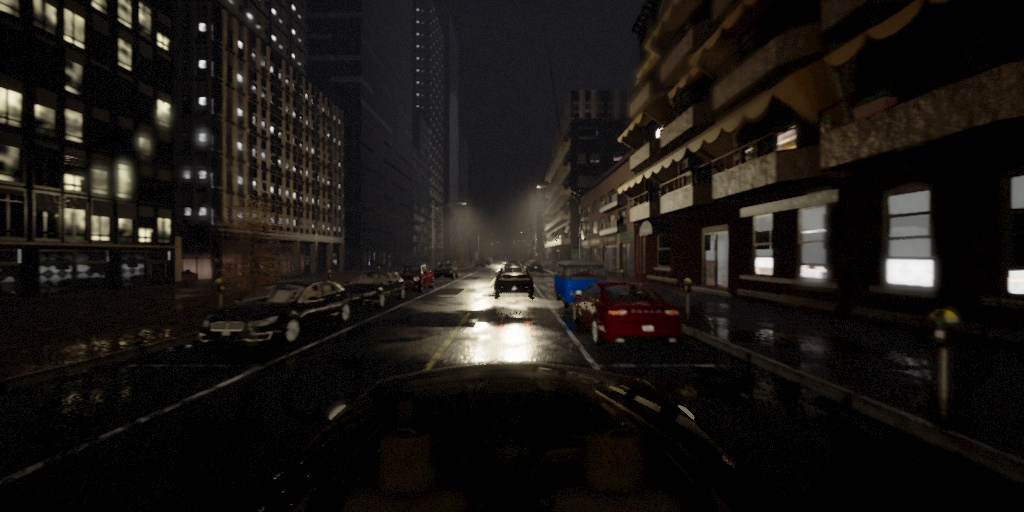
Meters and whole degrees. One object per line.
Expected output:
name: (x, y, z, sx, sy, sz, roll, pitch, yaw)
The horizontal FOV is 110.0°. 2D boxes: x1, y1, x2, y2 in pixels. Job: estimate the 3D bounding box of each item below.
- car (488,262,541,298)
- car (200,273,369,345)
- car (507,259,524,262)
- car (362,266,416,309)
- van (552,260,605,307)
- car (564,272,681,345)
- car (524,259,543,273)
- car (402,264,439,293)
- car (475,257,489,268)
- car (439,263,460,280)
car: (0.103, 1.243, 18.340, 2.128, 1.511, 4.902, 0, 0, 0)
car: (-5.689, 1.301, 9.316, 2.007, 1.370, 4.403, 0, 0, 0)
car: (0.111, 1.263, 40.880, 1.837, 1.490, 4.892, 0, 0, 0)
car: (-5.688, 1.302, 14.839, 2.007, 1.370, 4.403, 0, 0, 0)
van: (2.694, 1.091, 14.836, 1.690, 1.789, 3.998, 0, 0, 0)
car: (2.692, 1.295, 9.313, 1.888, 1.381, 4.507, 0, 0, 0)
car: (2.701, 1.325, 42.451, 1.948, 1.339, 4.313, 0, 0, 0)
car: (-5.686, 1.192, 20.363, 1.967, 1.591, 4.097, 0, 0, 0)
car: (-5.674, 1.348, 64.545, 1.948, 1.339, 4.313, 0, 0, 0)
car: (-5.683, 1.320, 31.408, 1.948, 1.339, 4.313, 0, 0, 0)
